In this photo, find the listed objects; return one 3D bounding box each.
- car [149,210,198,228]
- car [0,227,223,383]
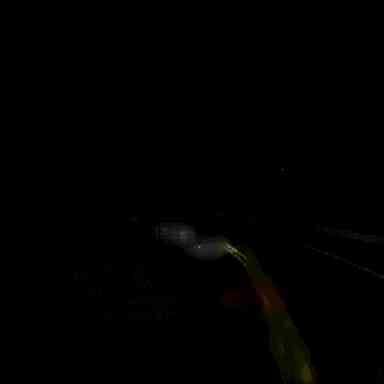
[{"bbox_3d":[-1.063,1.739,17.333,1.837,1.490,4.892,-2,-1,-16],"label":"car"},{"bbox_3d":[-0.699,1.514,4.300,1.882,1.535,5.008,0,-1,10],"label":"car"}]
